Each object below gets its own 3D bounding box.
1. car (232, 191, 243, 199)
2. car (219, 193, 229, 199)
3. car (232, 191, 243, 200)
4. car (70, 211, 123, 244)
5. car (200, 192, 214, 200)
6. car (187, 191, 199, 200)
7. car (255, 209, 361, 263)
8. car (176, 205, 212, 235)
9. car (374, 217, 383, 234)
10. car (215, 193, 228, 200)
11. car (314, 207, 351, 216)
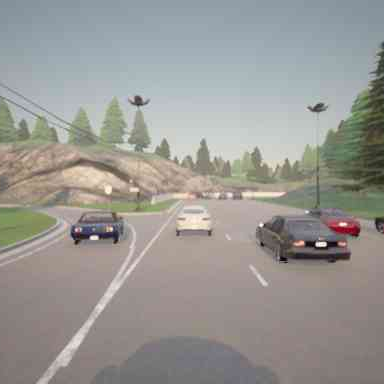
[{"bbox_3d":[12.014,0.807,87.640,2.150,2.045,5.566,0,0,17],"label":"car"},{"bbox_3d":[8.380,1.010,87.633,1.812,1.442,4.674,0,0,17],"label":"car"},{"bbox_3d":[10.531,1.170,77.335,1.837,1.490,4.892,0,0,2],"label":"car"},{"bbox_3d":[-4.237,1.535,15.507,1.895,1.301,4.718,0,0,-8],"label":"car"},{"bbox_3d":[3.549,1.191,78.433,2.128,1.511,4.902,0,0,2],"label":"car"},{"bbox_3d":[0.049,1.021,78.464,2.097,1.767,4.553,0,0,2],"label":"car"},{"bbox_3d":[3.602,1.497,11.777,2.033,1.411,5.357,0,0,0],"label":"car"},{"bbox_3d":[0.092,1.448,18.145,1.812,1.442,4.674,0,0,0],"label":"car"},{"bbox_3d":[10.604,1.535,15.539,1.895,1.301,4.718,0,0,0],"label":"car"},{"bbox_3d":[7.031,1.210,77.336,2.033,1.411,5.357,0,0,2],"label":"car"},{"bbox_3d":[7.104,1.489,17.651,1.994,1.385,4.181,0,0,0],"label":"car"}]
